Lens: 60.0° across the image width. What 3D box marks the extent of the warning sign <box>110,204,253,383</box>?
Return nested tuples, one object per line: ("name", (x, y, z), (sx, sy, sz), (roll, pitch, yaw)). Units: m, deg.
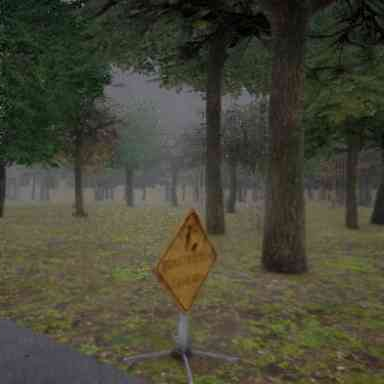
("warning sign", (-0.079, 1.119, 4.031), (1.060, 1.860, 1.300), (3, -1, 35))
